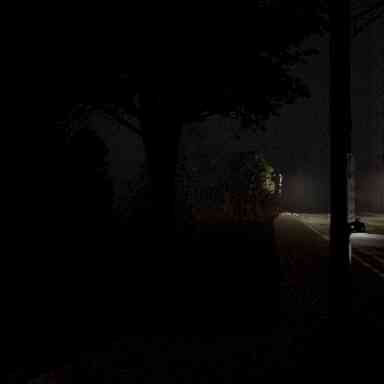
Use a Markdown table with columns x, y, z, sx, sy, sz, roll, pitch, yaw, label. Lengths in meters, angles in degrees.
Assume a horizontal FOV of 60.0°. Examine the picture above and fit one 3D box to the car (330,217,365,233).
| x | y | z | sx | sy | sz | roll | pitch | yaw | label |
| --- | --- | --- | --- | --- | --- | --- | --- | --- | --- |
| 12.584 | 2.505 | 27.106 | 1.994 | 1.385 | 4.181 | 0 | -2 | 13 | car |
